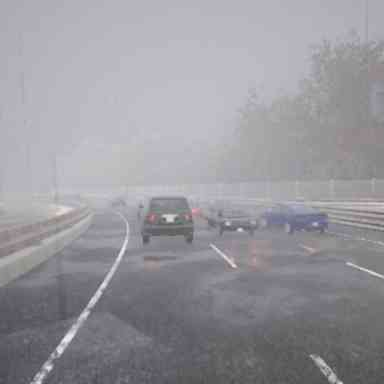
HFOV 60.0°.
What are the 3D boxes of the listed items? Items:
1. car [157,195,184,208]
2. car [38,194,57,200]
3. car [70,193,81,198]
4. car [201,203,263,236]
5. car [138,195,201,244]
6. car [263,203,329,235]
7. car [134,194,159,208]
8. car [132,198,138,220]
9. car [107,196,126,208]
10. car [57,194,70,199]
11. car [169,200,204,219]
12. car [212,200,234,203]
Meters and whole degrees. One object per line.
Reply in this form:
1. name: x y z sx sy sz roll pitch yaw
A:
1. car: -3.067 1.255 45.645 2.128 1.511 4.902 0 0 -24
2. car: -34.343 1.107 77.453 5.357 1.411 2.033 0 0 40
3. car: -29.580 1.013 82.582 4.892 1.490 1.837 0 0 40
4. car: 1.922 1.491 17.833 1.895 1.301 4.718 0 0 -9
5. car: -1.286 1.142 15.584 2.150 2.045 5.566 0 0 -10
6. car: 5.415 1.347 18.124 1.882 1.535 5.008 0 0 -9
7. car: -6.064 1.139 43.772 2.097 1.767 4.553 0 0 -24
8. car: -3.614 1.364 26.434 2.128 1.511 4.902 0 0 -16
9. car: -10.067 1.315 44.192 1.837 1.490 4.892 0 1 -24
10. car: -31.962 1.093 80.018 4.181 1.385 1.994 0 0 40
11. car: -0.540 1.408 28.487 1.994 1.385 4.181 0 0 -16
12. car: 2.745 1.384 29.739 1.994 1.385 4.181 0 0 -16
